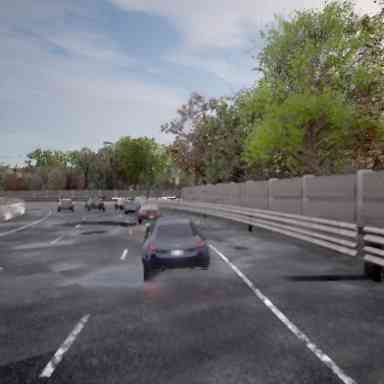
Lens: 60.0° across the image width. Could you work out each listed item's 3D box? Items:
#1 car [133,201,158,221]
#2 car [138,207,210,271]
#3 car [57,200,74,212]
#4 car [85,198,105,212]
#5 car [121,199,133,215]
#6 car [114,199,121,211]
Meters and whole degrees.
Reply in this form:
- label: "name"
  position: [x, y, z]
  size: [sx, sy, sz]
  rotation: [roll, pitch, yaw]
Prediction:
- label: "car"
  position: [-3.472, 1.638, 26.556]
  size: [1.812, 1.442, 4.674]
  rotation: [0, 0, -13]
- label: "car"
  position: [-0.609, 1.509, 11.134]
  size: [1.994, 1.385, 4.181]
  rotation: [-2, 4, -6]
- label: "car"
  position: [-16.015, 1.716, 42.124]
  size: [2.128, 1.511, 4.902]
  rotation: [0, 0, -24]
- label: "car"
  position: [-12.621, 1.564, 43.089]
  size: [2.097, 1.767, 4.553]
  rotation: [0, 0, -24]
- label: "car"
  position: [-6.517, 1.727, 36.879]
  size: [1.994, 1.385, 4.181]
  rotation: [0, 0, -14]
- label: "car"
  position: [-8.949, 1.705, 43.557]
  size: [1.837, 1.490, 4.892]
  rotation: [0, 0, -24]
